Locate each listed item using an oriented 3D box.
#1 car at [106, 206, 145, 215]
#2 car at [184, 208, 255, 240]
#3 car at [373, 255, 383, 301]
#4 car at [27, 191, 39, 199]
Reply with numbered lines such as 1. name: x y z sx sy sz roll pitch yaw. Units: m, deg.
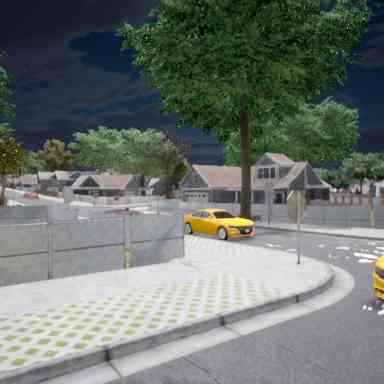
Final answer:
1. car: -5.908 1.947 29.159 1.895 1.301 4.718 0 0 -35
2. car: 1.348 1.716 18.777 1.882 1.535 5.008 0 0 -35
3. car: 5.792 1.486 7.069 5.008 1.535 1.882 1 -1 -35
4. car: -39.046 0.703 81.372 2.097 1.767 4.553 0 2 -35
